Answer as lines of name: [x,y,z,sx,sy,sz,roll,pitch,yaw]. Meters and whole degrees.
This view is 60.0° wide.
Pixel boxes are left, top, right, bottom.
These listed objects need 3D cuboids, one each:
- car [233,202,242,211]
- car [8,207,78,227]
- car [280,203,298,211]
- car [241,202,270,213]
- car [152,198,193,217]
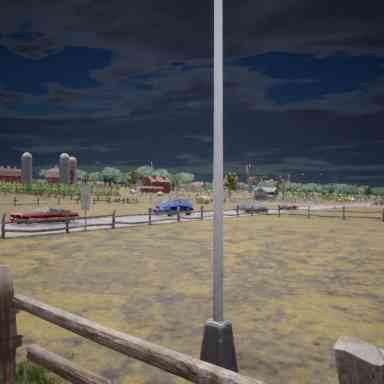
car: [8.155,2.272,51.809,1.837,1.490,4.892,2,0,36]
car: [-11.155,1.798,25.199,1.895,1.301,4.718,2,0,36]
car: [17.537,2.670,59.910,1.895,1.301,4.718,2,0,36]
car: [9.765,2.373,49.144,2.033,1.411,5.357,2,0,35]
car: [-2.114,1.677,37.692,2.150,2.045,5.566,2,0,36]
